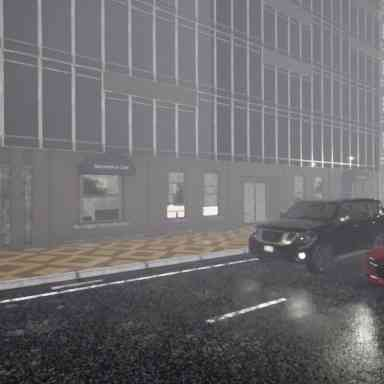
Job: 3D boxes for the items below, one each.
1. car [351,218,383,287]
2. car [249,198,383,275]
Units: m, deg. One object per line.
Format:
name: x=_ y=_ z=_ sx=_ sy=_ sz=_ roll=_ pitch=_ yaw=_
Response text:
car: x=6.223 y=1.476 z=8.218 sx=5.008 sy=1.535 sz=1.882 roll=0 pitch=0 yaw=-36
car: x=4.358 y=1.220 z=10.874 sx=5.566 sy=2.045 sz=2.150 roll=0 pitch=0 yaw=-36
